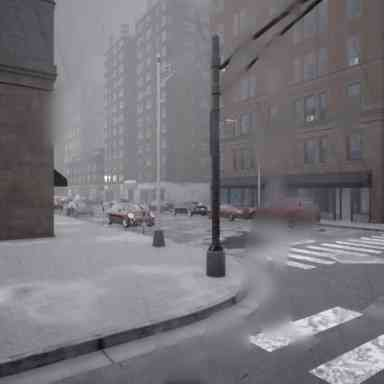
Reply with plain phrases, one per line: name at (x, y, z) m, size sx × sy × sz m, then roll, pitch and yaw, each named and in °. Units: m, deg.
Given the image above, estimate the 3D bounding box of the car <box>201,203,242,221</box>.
car at (2.907, 1.570, 26.712) m, size 1.802 × 1.307 × 4.206 m, roll 0°, pitch 0°, yaw -35°

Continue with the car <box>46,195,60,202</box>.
car at (-32.029, 1.470, 76.424) m, size 2.008 × 1.369 × 4.403 m, roll 0°, pitch 0°, yaw -35°

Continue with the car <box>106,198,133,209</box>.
car at (-9.797, 1.531, 44.789) m, size 1.947 × 1.339 × 4.313 m, roll 0°, pitch 0°, yaw -35°

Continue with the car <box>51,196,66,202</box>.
car at (-28.853, 1.476, 71.905) m, size 2.008 × 1.369 × 4.403 m, roll 0°, pitch 0°, yaw -35°

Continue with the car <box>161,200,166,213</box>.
car at (-3.445, 1.528, 35.751) m, size 2.008 × 1.369 × 4.403 m, roll 0°, pitch 0°, yaw -35°

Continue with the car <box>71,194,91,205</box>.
car at (-19.933, 1.296, 59.656) m, size 2.097 × 1.767 × 4.553 m, roll 0°, pitch 0°, yaw -35°

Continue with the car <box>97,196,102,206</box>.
car at (-15.899, 1.456, 53.972) m, size 1.837 × 1.490 × 4.892 m, roll 0°, pitch 0°, yaw -35°

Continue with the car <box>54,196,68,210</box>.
car at (-16.761, 1.511, 39.871) m, size 1.887 × 1.381 × 4.507 m, roll 0°, pitch 0°, yaw -35°

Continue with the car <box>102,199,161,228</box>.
car at (-4.054, 1.429, 21.789) m, size 1.967 × 1.590 × 4.097 m, roll 0°, pitch 0°, yaw -35°

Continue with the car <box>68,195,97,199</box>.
car at (-16.197, 1.435, 49.089) m, size 1.882 × 1.535 × 5.008 m, roll 0°, pitch 0°, yaw -35°

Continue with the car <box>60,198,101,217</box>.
car at (-10.407, 1.529, 30.830) m, size 2.008 × 1.369 × 4.403 m, roll 0°, pitch 0°, yaw -35°

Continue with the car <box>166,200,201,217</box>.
car at (-0.269, 1.549, 31.231) m, size 1.947 × 1.339 × 4.313 m, roll 0°, pitch 0°, yaw -35°

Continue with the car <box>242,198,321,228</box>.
car at (6.083, 1.309, 22.193) m, size 2.192 × 1.841 × 5.009 m, roll 0°, pitch 0°, yaw -35°
